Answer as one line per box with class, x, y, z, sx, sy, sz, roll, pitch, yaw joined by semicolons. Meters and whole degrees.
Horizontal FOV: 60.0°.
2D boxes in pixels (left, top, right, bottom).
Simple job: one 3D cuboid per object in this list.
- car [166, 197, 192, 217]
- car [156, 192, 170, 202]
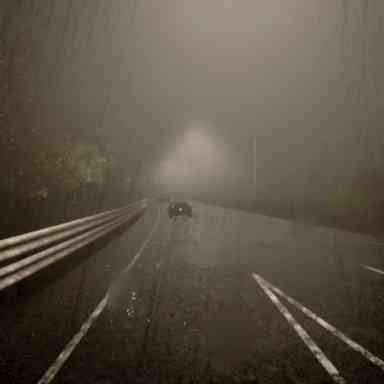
car;-1.134;1.456;30.192;1.994;1.385;4.181;0;0;-5
car;-5.415;1.212;63.751;1.837;1.490;4.892;0;0;-9
